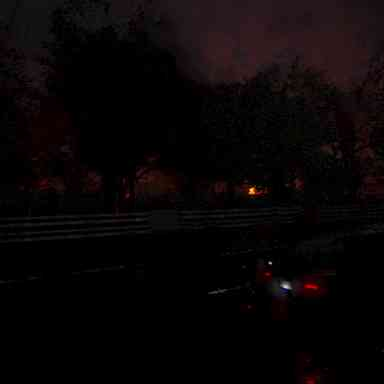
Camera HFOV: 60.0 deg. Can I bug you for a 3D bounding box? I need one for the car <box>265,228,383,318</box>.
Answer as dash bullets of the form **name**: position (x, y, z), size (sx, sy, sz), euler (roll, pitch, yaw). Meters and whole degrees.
- **car**: position (3.670, 1.528, 7.339), size (4.674, 1.442, 1.812), euler (0, 0, -32)
